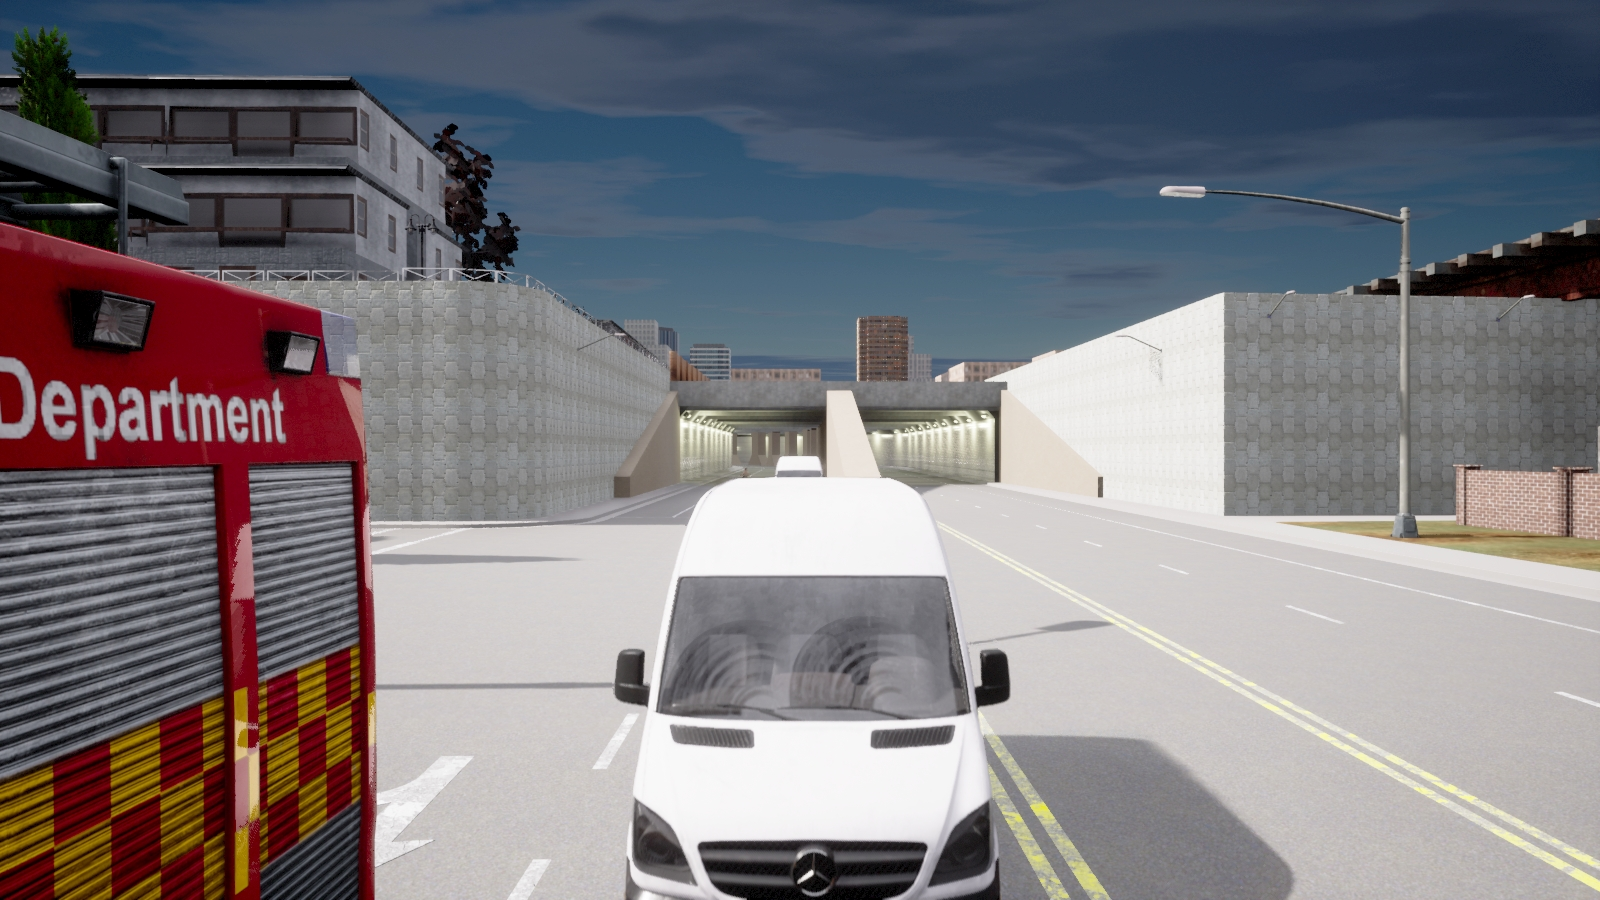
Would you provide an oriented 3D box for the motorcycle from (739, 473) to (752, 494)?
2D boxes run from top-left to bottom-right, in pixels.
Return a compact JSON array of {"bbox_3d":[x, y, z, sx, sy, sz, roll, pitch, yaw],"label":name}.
[{"bbox_3d":[-3.556,2.170,74.350,0.764,1.277,2.356,0,0,0],"label":"motorcycle"}]

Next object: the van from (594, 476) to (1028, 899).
[{"bbox_3d":[0.079,1.534,8.201,1.988,2.561,5.915,0,0,1],"label":"van"}]

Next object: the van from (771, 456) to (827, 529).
[{"bbox_3d":[-0.038,1.534,43.944,1.988,2.561,5.915,0,0,0],"label":"van"}]
